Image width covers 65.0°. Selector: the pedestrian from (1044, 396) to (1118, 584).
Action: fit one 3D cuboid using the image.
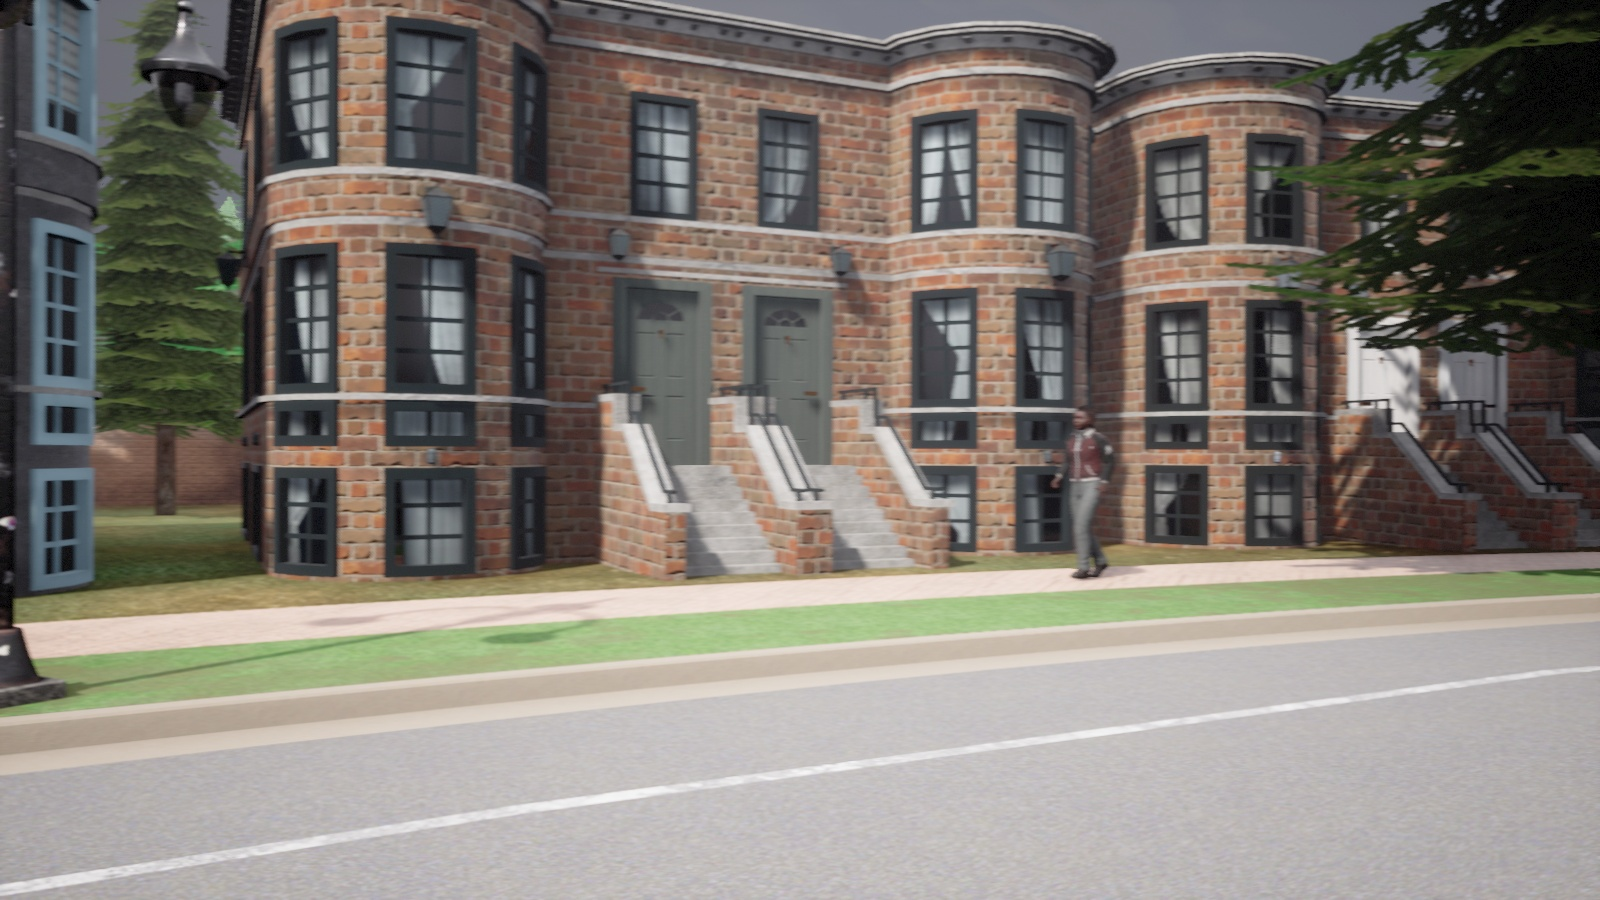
[{"bbox_3d":[2.963,0.414,13.242,0.666,1.930,0.402,0,0,-32],"label":"pedestrian"}]
